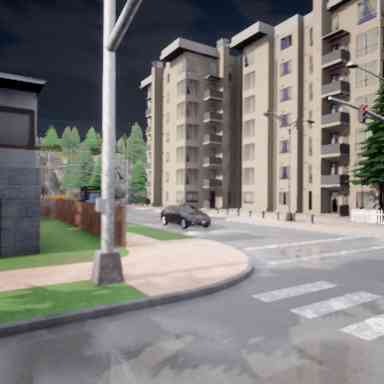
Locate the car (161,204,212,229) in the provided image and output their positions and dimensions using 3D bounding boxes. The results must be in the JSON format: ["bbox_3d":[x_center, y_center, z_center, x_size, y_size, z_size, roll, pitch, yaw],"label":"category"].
[{"bbox_3d":[-0.508,1.626,22.718,1.837,1.490,4.892,1,0,-30],"label":"car"}]

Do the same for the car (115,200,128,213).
[{"bbox_3d":[-8.486,1.612,36.314,2.128,1.511,4.902,1,0,-30],"label":"car"}]
